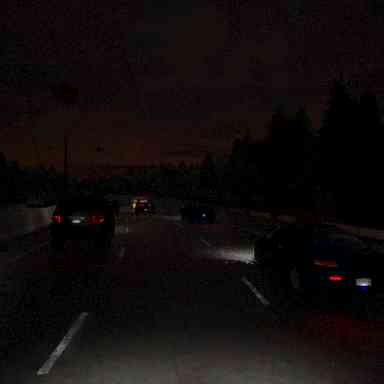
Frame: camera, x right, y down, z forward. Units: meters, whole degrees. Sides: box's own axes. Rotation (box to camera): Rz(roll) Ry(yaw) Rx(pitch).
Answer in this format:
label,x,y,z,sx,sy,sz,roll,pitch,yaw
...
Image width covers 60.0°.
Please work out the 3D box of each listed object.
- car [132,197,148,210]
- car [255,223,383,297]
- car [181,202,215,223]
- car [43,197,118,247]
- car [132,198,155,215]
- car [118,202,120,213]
label,x,y,z,sx,sy,sz,roll,pitch,yaw
car,-6.883,1.477,43.969,1.882,1.535,5.008,0,0,-11
car,3.024,1.525,8.541,1.812,1.442,4.674,0,0,-5
car,0.364,1.477,25.691,1.882,1.535,5.008,0,0,-11
car,-4.845,1.221,15.393,2.150,2.045,5.566,0,0,-9
car,-4.901,1.491,34.176,2.128,1.511,4.902,0,0,-11
car,-8.673,1.491,35.196,2.128,1.511,4.902,0,0,-11
